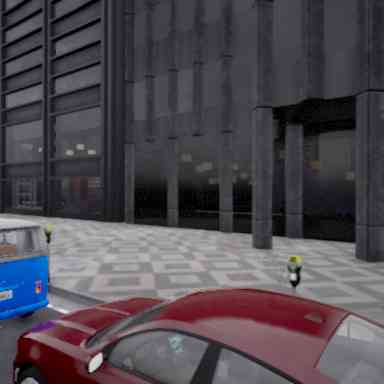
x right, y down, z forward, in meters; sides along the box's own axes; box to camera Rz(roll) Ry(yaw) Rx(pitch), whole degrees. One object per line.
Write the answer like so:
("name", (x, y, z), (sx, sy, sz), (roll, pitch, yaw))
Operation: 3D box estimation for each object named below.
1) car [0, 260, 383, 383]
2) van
("car", (0.257, 1.538, 2.781), (4.507, 1.381, 1.887), (0, 0, 35))
("van", (-4.308, 1.304, 6.038), (3.998, 1.788, 1.690), (0, 0, 35))
